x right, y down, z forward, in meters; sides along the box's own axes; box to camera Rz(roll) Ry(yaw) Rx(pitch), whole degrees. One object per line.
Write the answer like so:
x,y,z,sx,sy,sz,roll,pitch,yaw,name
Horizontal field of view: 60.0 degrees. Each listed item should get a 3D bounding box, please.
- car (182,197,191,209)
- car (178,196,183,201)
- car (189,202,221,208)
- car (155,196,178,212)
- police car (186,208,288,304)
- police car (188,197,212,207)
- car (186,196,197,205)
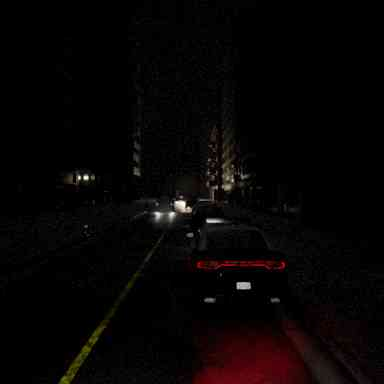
-0.003,1.547,46.242,1.837,1.490,4.892,0,0,0,car
-3.028,1.673,85.026,2.128,1.511,4.902,0,0,0,car
0.895,1.513,18.262,1.837,1.490,4.892,0,0,0,car
-3.112,1.384,39.418,2.097,1.767,4.553,0,0,0,car
0.897,1.428,8.372,1.930,1.638,5.238,0,0,0,police car
0.892,1.439,24.372,1.930,1.638,5.238,0,0,0,police car
-0.019,1.555,59.844,1.882,1.535,5.008,0,0,0,car
